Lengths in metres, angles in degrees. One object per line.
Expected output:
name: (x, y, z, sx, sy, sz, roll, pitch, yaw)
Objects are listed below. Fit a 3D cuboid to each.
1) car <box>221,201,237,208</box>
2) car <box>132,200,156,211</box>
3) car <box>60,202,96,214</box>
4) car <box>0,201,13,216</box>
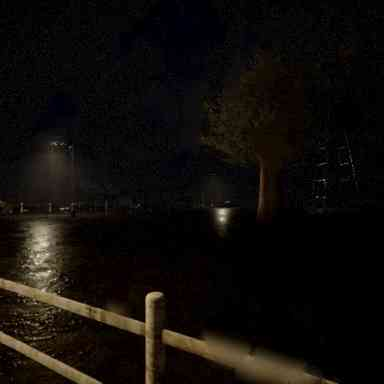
car: (7.718, 2.626, 69.445, 1.994, 1.385, 4.181, -2, -2, 36)
car: (-7.930, 2.121, 53.962, 2.097, 1.767, 4.553, -2, -2, 36)
car: (-15.066, 2.052, 44.024, 2.128, 1.511, 4.902, -2, -2, 35)
car: (-21.555, 1.730, 34.985, 2.097, 1.767, 4.553, -2, -2, 36)
